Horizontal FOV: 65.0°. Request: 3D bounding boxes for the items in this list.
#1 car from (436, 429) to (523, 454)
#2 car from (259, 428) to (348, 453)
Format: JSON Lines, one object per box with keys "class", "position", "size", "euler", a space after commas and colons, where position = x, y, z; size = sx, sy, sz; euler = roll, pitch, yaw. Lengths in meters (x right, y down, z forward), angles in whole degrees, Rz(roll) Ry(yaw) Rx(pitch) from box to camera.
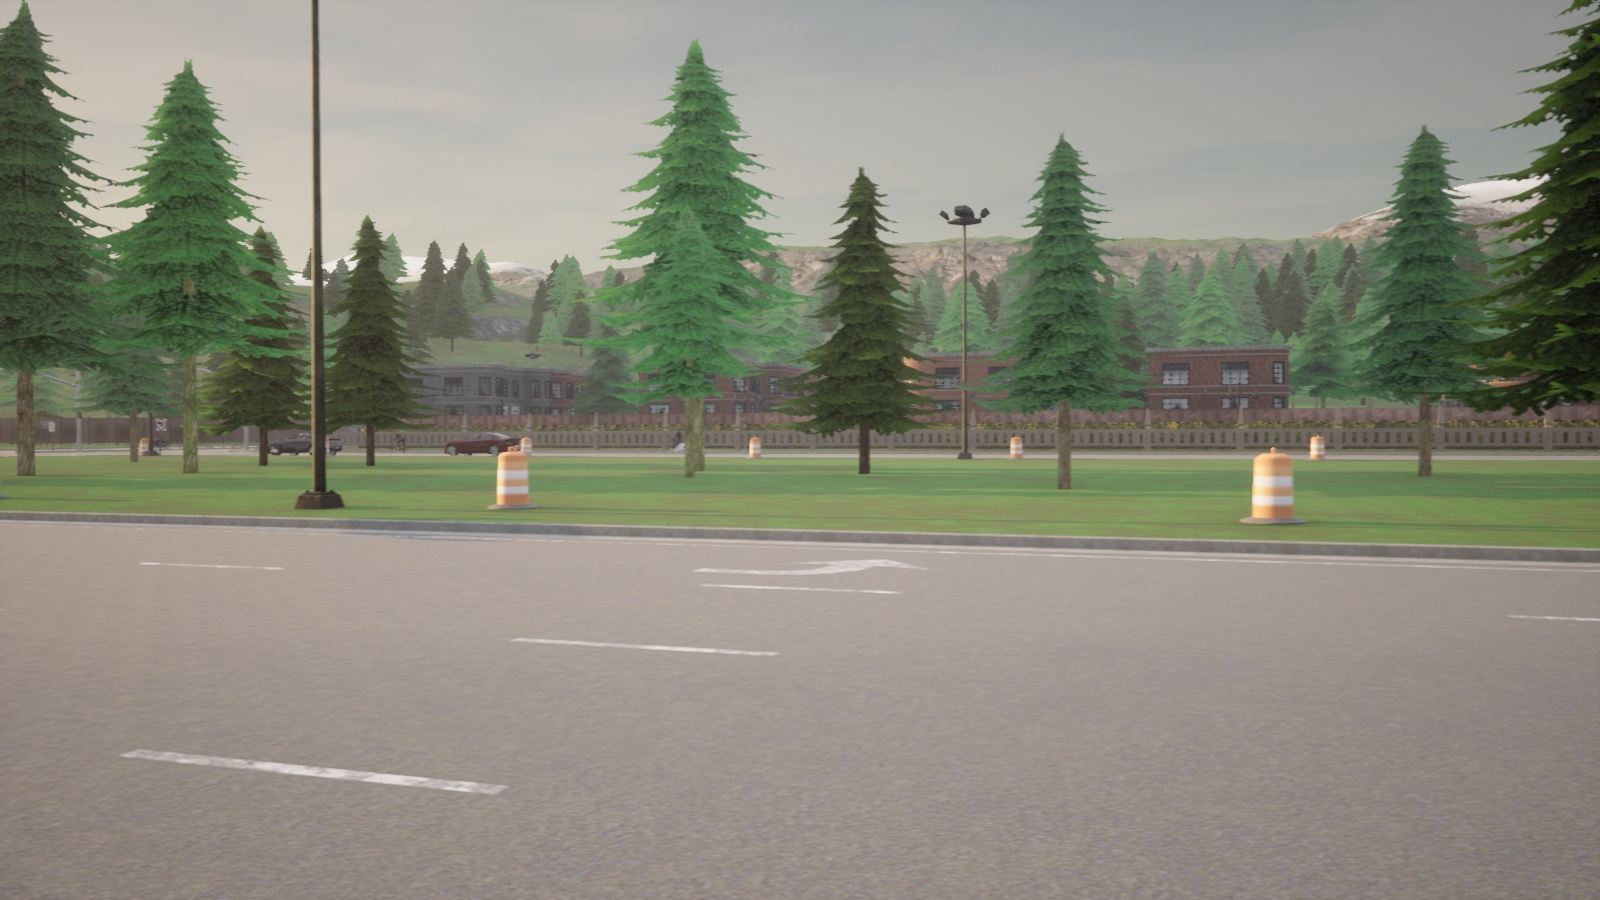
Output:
{"class": "car", "position": [-20.008, -0.528, 78.447], "size": [5.008, 1.535, 1.882], "euler": [1, 1, 18]}
{"class": "car", "position": [-30.999, -0.590, 78.423], "size": [4.902, 1.511, 2.128], "euler": [1, 1, 18]}
